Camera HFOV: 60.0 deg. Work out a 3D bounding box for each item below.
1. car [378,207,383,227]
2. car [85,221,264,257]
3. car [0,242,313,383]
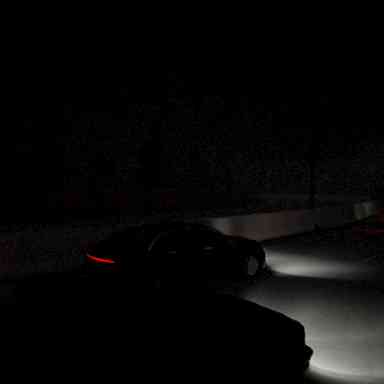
[{"bbox_3d":[13.397,1.389,21.336,1.882,1.535,5.008,0,0,41],"label":"car"},{"bbox_3d":[-0.208,1.500,8.259,4.892,1.490,1.837,0,0,-38],"label":"car"},{"bbox_3d":[-1.214,1.552,2.936,5.357,1.411,2.033,0,0,-37],"label":"car"}]
